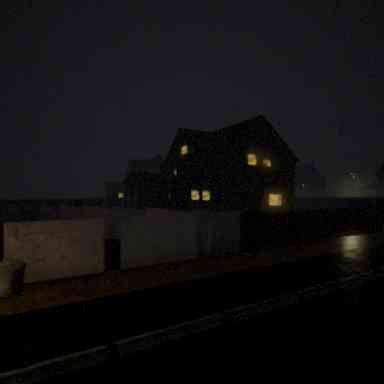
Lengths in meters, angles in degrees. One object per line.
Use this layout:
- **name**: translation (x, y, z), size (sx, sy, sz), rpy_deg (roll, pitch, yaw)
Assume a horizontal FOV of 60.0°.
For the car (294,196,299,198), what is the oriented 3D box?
- **car**: translation (11.695, 1.486, 39.231), size (2.150, 2.045, 5.566), rpy_deg (3, -2, -25)
